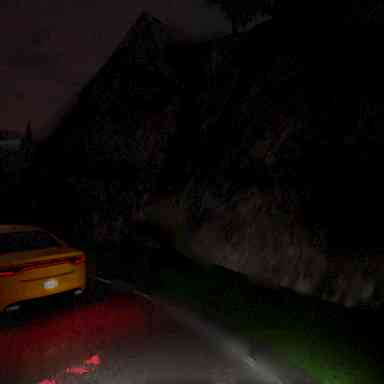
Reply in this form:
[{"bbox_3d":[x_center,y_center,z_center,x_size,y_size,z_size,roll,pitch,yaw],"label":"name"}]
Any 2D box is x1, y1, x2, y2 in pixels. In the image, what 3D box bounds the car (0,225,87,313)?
[{"bbox_3d":[-4.334,1.478,7.503,5.008,1.535,1.882,0,0,42],"label":"car"}]
